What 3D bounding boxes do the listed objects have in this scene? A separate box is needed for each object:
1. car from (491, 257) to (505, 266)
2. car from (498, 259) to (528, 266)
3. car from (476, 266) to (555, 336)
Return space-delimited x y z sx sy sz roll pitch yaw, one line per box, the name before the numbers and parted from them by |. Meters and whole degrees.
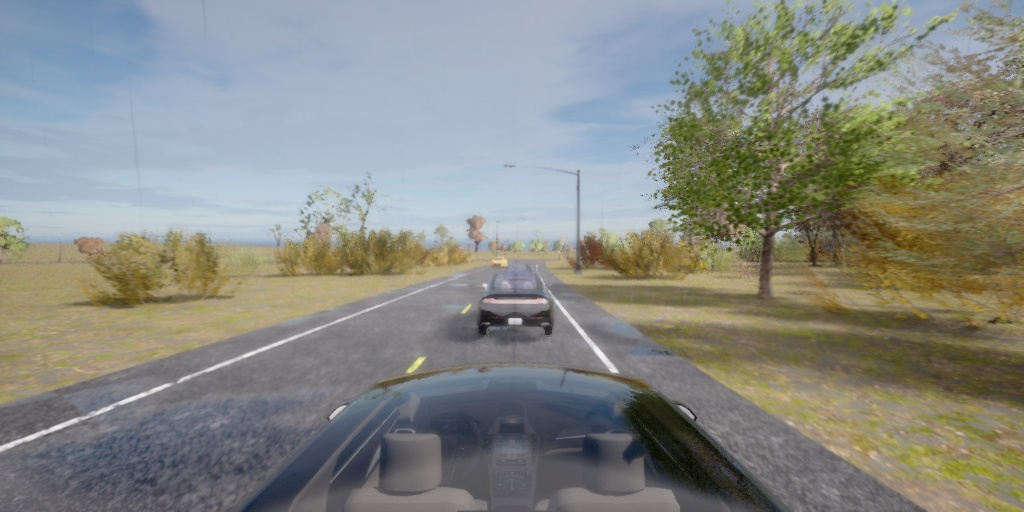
car | -1.807 0.911 51.538 1.882 1.535 5.008 0 1 4
car | 0.443 1.165 24.646 2.033 1.411 5.357 0 0 2
car | 0.121 1.195 10.202 2.128 1.511 4.902 0 0 1
